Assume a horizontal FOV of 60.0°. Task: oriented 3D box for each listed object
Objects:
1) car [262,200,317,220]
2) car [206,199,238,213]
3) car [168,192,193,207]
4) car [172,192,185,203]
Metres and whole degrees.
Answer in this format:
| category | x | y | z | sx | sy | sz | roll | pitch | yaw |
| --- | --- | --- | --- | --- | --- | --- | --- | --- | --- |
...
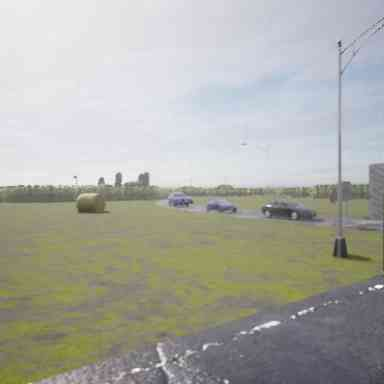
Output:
| category | x | y | z | sx | sy | sz | roll | pitch | yaw |
| --- | --- | --- | --- | --- | --- | --- | --- | --- | --- |
| car | 7.800 | 1.416 | 27.044 | 1.837 | 1.490 | 4.892 | -1 | 0 | -31 |
| car | 3.117 | 1.453 | 36.063 | 1.812 | 1.442 | 4.674 | -1 | 1 | -24 |
| car | -2.030 | 1.148 | 49.767 | 2.150 | 2.045 | 5.566 | -1 | 0 | -16 |
| car | -2.714 | 1.092 | 67.120 | 2.150 | 2.045 | 5.566 | -1 | 0 | -6 |
